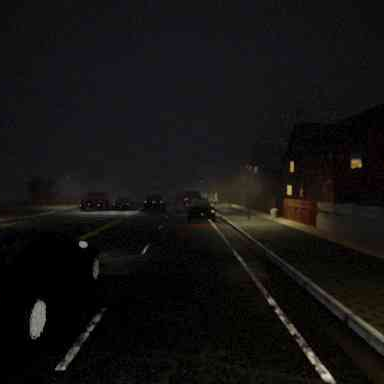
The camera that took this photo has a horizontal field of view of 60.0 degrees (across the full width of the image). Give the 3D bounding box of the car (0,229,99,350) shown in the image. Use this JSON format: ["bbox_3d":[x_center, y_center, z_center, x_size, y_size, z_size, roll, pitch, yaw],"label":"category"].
[{"bbox_3d":[-3.193,1.423,6.262,1.882,1.535,5.008,0,1,0],"label":"car"}]

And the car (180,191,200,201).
[{"bbox_3d":[0.021,0.882,40.158,2.150,2.045,5.566,0,0,-3],"label":"car"}]

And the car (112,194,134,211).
[{"bbox_3d":[-7.398,1.224,36.256,1.812,1.442,4.674,0,0,-2],"label":"car"}]

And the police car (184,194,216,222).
[{"bbox_3d":[0.613,1.216,24.146,1.930,1.638,5.238,0,0,-2],"label":"police car"}]

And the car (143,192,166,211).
[{"bbox_3d":[-3.915,1.053,35.302,2.097,1.767,4.553,0,0,-2],"label":"car"}]

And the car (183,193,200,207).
[{"bbox_3d":[0.277,1.185,34.097,1.882,1.535,5.008,0,0,-2],"label":"car"}]

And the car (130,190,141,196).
[{"bbox_3d":[-13.289,0.290,78.322,2.150,2.045,5.566,0,0,-5],"label":"car"}]

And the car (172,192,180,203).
[{"bbox_3d":[-1.912,0.870,57.750,2.097,1.767,4.553,0,0,-4],"label":"car"}]

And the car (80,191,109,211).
[{"bbox_3d":[-10.677,0.922,36.930,2.150,2.045,5.566,0,0,-2],"label":"car"}]

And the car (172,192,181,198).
[{"bbox_3d":[-3.808,0.746,81.947,1.882,1.535,5.008,0,0,-5],"label":"car"}]

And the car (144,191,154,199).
[{"bbox_3d":[-9.899,0.709,76.889,2.097,1.767,4.553,0,0,-5],"label":"car"}]
